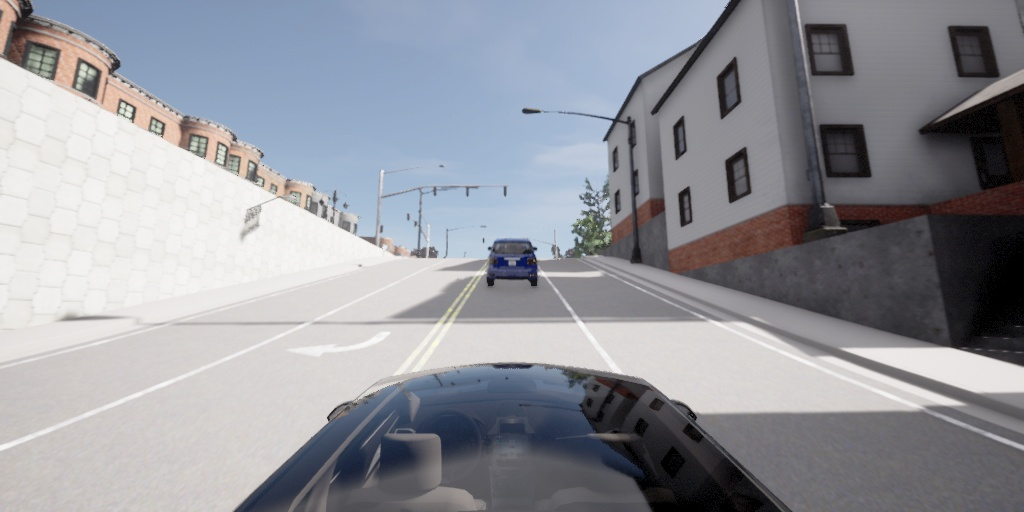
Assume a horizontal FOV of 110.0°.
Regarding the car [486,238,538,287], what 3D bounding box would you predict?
[{"bbox_3d":[0.020,0.172,16.675,2.150,2.045,5.566,1,4,0],"label":"car"}]
